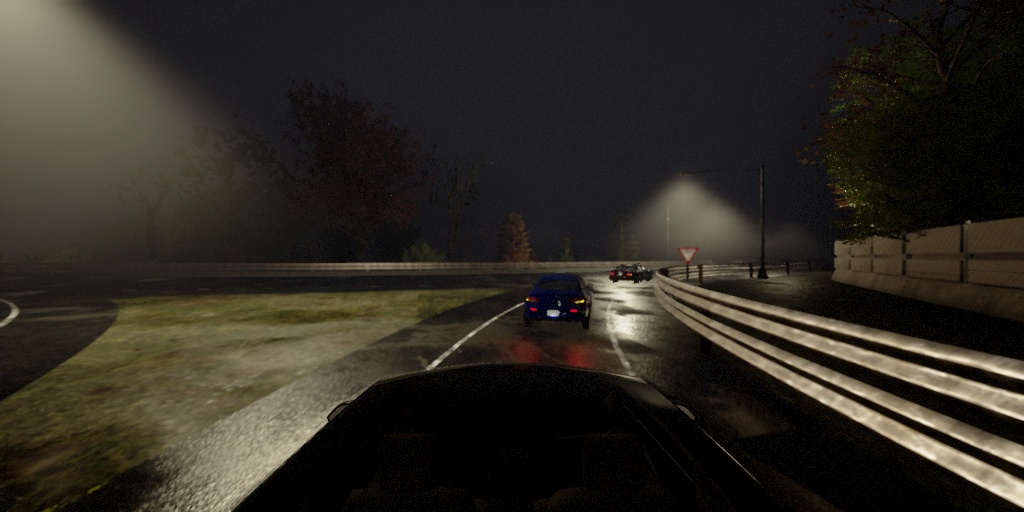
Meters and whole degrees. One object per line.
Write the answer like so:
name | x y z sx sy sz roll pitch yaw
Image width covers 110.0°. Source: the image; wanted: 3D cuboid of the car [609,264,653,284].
car | 9.121 1.324 27.226 2.033 1.411 5.357 0 0 37

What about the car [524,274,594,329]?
car | 1.556 1.281 11.333 1.812 1.442 4.674 0 0 13
